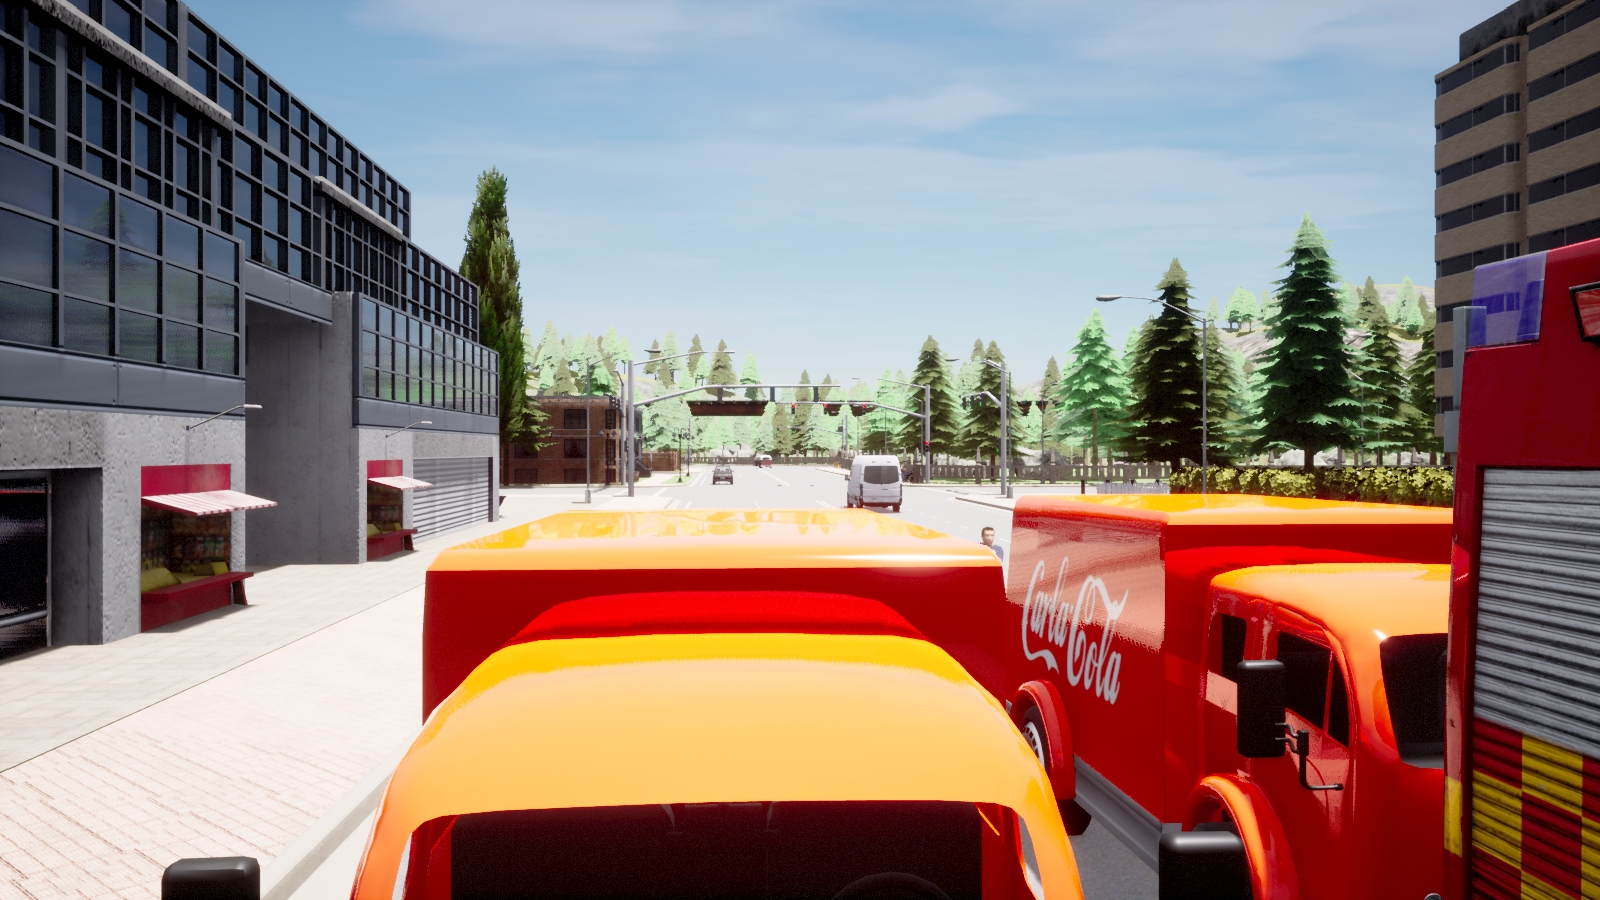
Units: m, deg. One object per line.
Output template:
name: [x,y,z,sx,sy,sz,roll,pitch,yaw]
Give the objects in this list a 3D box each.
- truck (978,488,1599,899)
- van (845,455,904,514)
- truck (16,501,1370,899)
truck: [3.003,1.568,7.234,2.627,2.467,5.204,0,0,-4]
van: [3.411,1.534,53.444,1.988,2.561,5.915,0,0,-4]
truck: [-0.347,1.568,4.821,2.627,2.467,5.204,0,0,-4]
